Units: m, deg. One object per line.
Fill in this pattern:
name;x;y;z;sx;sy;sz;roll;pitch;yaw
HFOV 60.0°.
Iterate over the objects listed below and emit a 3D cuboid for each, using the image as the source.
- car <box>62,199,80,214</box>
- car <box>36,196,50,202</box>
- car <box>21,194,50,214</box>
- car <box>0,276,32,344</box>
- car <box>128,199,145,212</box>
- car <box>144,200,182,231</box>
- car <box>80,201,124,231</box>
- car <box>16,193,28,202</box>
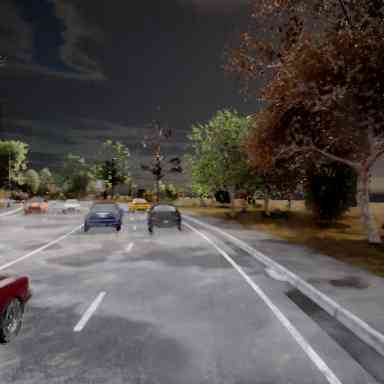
car;-13.082;1.547;36.286;1.812;1.442;4.674;0;0;-18
car;-32.244;1.497;71.965;1.994;1.385;4.181;0;0;-37
car;-16.594;1.373;35.697;2.097;1.767;4.553;0;0;-19
car;-3.542;1.609;3.442;1.895;1.301;4.718;0;0;-2
car;-6.271;1.497;38.575;1.882;1.535;5.008;0;0;-18
car;-1.818;1.486;20.738;1.882;1.535;5.008;0;0;-9
car;-5.381;1.365;20.814;2.097;1.767;4.553;0;0;-9
car;-36.040;1.163;71.114;2.150;2.045;5.566;0;0;-39
